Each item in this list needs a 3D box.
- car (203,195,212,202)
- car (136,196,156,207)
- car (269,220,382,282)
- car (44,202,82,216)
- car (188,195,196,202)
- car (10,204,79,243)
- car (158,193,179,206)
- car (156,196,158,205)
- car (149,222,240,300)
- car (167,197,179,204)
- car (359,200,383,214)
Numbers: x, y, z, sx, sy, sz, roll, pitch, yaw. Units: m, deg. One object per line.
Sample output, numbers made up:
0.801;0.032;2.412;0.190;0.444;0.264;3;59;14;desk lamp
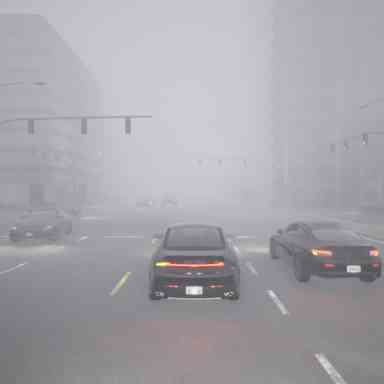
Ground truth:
3.500;1.500;74.698;1.837;1.490;4.892;0;0;0;car
-7.101;1.547;50.103;2.033;1.411;5.357;0;0;0;car
3.563;1.526;9.601;1.812;1.442;4.674;0;0;0;car
-11.698;1.564;28.590;4.181;1.385;1.994;0;0;1;car
-0.004;1.364;73.853;2.128;1.511;4.902;0;0;0;car
-7.163;1.526;16.373;1.812;1.442;4.674;1;0;-7;car
-3.606;1.221;53.344;2.150;2.045;5.566;0;0;1;car
-7.073;1.477;59.926;1.882;1.535;5.008;0;0;0;car
0.057;1.505;8.345;1.837;1.490;4.892;0;0;0;car
-3.553;1.601;63.317;1.895;1.301;4.718;0;0;1;car
20.844;1.547;35.464;5.357;1.411;2.033;0;0;1;car
